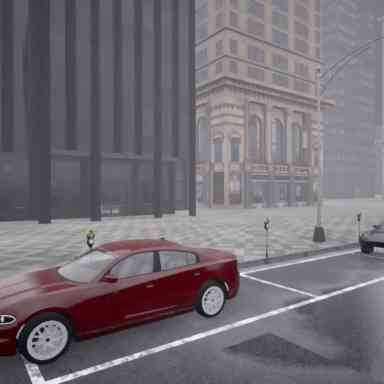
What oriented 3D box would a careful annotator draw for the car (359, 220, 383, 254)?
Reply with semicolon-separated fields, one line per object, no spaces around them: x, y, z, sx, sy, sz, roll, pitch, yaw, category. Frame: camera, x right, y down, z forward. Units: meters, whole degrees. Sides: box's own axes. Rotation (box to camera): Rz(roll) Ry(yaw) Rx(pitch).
8.013;1.564;12.380;4.313;1.339;1.947;0;0;-36;car

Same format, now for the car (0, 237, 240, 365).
-1.166;1.544;5.821;4.507;1.381;1.887;0;0;-36;car
